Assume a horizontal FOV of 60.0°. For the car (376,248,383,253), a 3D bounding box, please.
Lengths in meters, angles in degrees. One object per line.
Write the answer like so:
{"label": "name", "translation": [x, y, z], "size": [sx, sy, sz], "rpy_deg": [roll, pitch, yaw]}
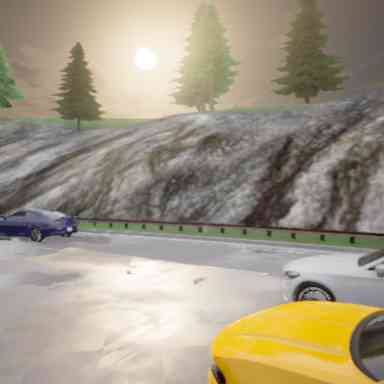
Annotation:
{"label": "car", "translation": [3.806, 1.473, 5.359], "size": [4.674, 1.442, 1.812], "rpy_deg": [0, 0, 35]}

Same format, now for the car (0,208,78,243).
{"label": "car", "translation": [-7.472, 1.468, 15.505], "size": [4.674, 1.442, 1.812], "rpy_deg": [0, 0, 24]}

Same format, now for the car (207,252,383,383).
{"label": "car", "translation": [2.408, 1.450, 2.114], "size": [5.008, 1.535, 1.882], "rpy_deg": [0, 0, 36]}
